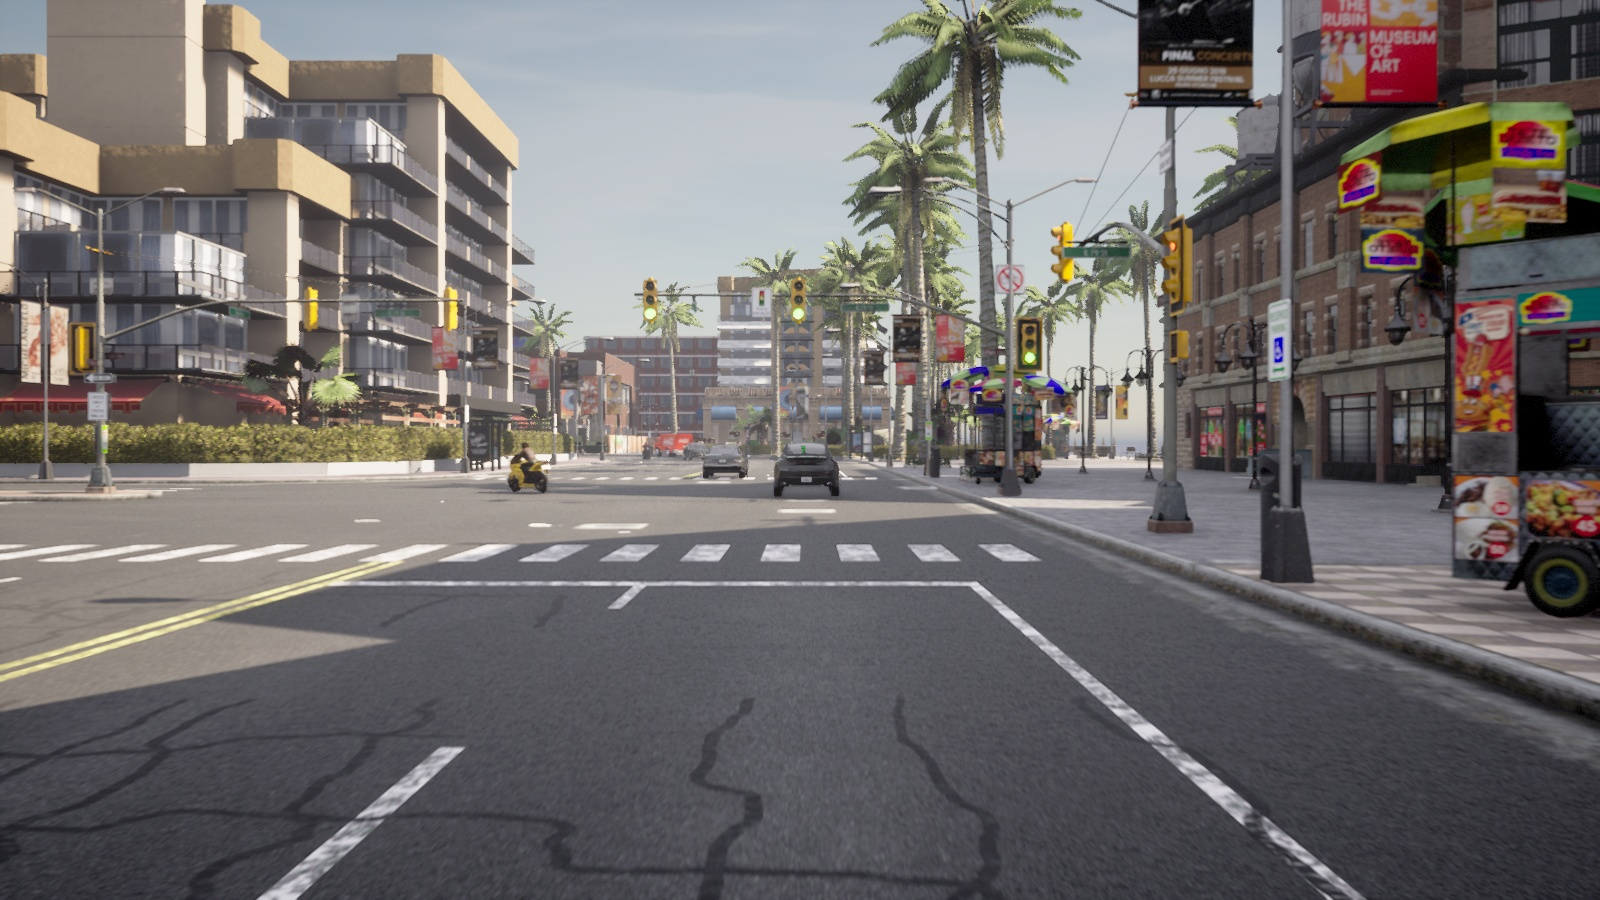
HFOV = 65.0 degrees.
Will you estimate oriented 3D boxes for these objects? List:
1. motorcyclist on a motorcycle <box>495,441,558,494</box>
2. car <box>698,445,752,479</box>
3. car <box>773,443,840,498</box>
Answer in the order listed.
[{"bbox_3d":[-8.180,0.511,37.460,2.044,1.523,0.797,0,2,43],"label":"motorcyclist on a motorcycle"},{"bbox_3d":[-3.211,0.483,54.712,2.033,1.411,5.357,0,0,0],"label":"car"},{"bbox_3d":[0.192,0.544,36.752,1.837,1.490,4.892,0,0,0],"label":"car"}]
